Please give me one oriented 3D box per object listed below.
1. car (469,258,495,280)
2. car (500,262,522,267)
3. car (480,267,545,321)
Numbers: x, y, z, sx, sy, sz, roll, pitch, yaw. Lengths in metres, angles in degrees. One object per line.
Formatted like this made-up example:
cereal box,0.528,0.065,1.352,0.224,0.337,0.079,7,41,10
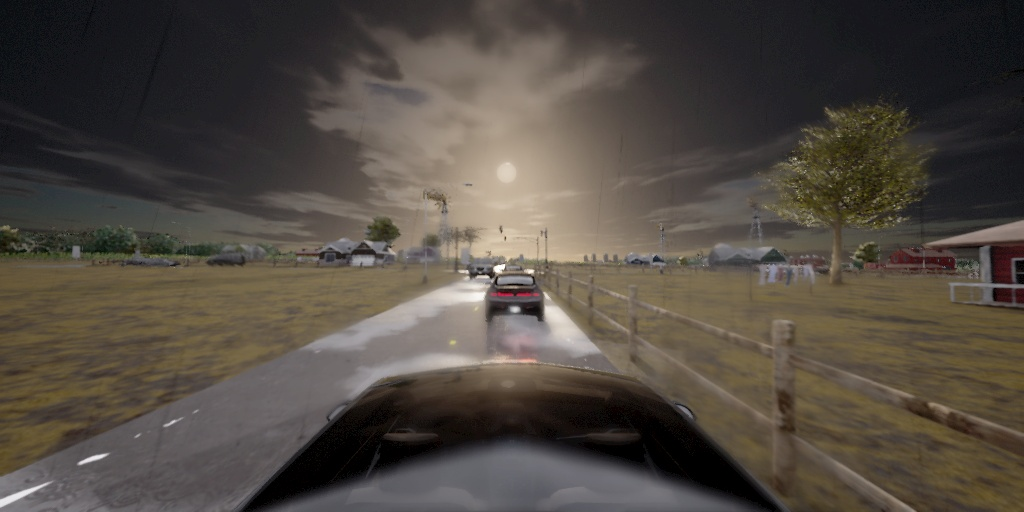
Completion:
car,-2.799,1.171,34.615,2.150,2.045,5.566,0,-1,1
car,0.098,1.402,28.715,1.837,1.490,4.892,0,-1,0
car,0.098,1.295,12.554,1.837,1.490,4.892,0,0,0
